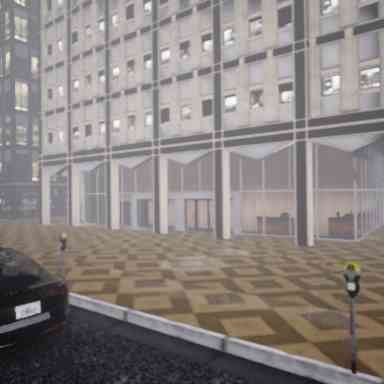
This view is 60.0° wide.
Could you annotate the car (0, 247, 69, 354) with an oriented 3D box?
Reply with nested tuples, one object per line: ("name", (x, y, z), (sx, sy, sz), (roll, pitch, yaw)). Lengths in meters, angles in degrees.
("car", (-3.865, 1.623, 5.634), (4.313, 1.339, 1.947), (-1, -1, 35))
